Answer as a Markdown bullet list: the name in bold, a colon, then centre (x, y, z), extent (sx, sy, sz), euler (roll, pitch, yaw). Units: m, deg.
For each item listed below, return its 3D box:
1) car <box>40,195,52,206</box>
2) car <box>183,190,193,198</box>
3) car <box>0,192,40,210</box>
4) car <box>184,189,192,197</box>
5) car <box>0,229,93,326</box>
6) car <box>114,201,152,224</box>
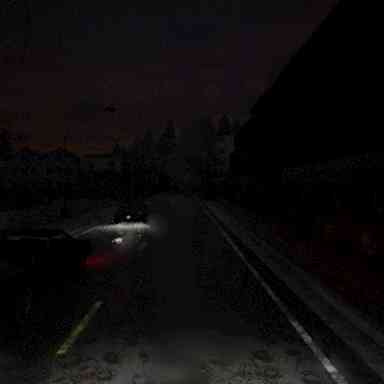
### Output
- **car**: centre (-18.453, 0.841, 38.804), extent (3.806, 1.475, 1.970), euler (0, 1, -1)
- **car**: centre (-0.875, 0.421, 72.560), extent (2.097, 1.767, 4.553), euler (0, 1, -1)
- **car**: centre (-18.051, 0.843, 32.390), extent (5.027, 1.636, 2.152), euler (0, 1, -1)
- **car**: centre (-0.998, 0.177, 82.614), extent (2.097, 1.767, 4.553), euler (0, 1, -1)
- **car**: centre (-3.673, 1.528, 7.020), extent (1.895, 1.301, 4.718), euler (0, 1, -1)
- **car**: centre (-3.838, 1.296, 22.100), extent (1.994, 1.385, 4.181), euler (0, 1, 0)
